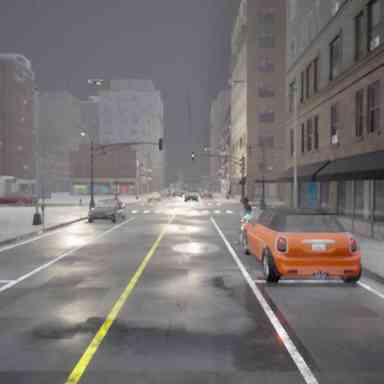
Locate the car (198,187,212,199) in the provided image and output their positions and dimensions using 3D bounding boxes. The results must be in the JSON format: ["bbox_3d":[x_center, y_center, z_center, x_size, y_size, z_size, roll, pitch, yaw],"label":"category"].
[{"bbox_3d":[2.620,0.347,59.658,1.967,1.590,4.097,0,1,0],"label":"car"}]

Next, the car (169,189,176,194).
[{"bbox_3d":[-5.415,-0.183,93.453,1.752,1.417,4.829,0,1,0],"label":"car"}]

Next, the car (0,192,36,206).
[{"bbox_3d":[-19.443,0.772,36.124,4.674,1.442,1.812,0,1,0],"label":"car"}]

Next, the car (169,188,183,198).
[{"bbox_3d":[-2.790,0.380,63.701,2.033,1.411,5.357,0,1,1],"label":"car"}]

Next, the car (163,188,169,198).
[{"bbox_3d":[-5.407,0.354,65.319,2.008,1.369,4.403,0,1,0],"label":"car"}]

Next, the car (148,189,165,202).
[{"bbox_3d":[-5.402,0.641,48.165,1.752,1.417,4.829,0,1,0],"label":"car"}]

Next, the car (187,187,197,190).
[{"bbox_3d":[-0.026,-0.369,87.192,2.150,2.045,5.566,0,1,0],"label":"car"}]

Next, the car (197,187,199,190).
[{"bbox_3d":[2.618,0.118,65.317,2.192,1.841,5.009,0,1,0],"label":"car"}]

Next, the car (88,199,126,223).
[{"bbox_3d":[-5.394,1.154,21.494,2.008,1.369,4.403,0,1,0],"label":"car"}]

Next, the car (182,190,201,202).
[{"bbox_3d":[-0.059,0.723,47.837,1.895,1.301,4.718,0,1,1],"label":"car"}]

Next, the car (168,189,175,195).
[{"bbox_3d":[-5.413,-0.027,87.964,1.802,1.307,4.206,0,1,0],"label":"car"}]

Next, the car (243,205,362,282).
[{"bbox_3d":[2.747,1.177,9.341,2.097,1.767,4.553,0,1,0],"label":"car"}]

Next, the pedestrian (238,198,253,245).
[{"bbox_3d":[1.979,1.070,12.039,0.375,1.860,0.375,0,1,-8],"label":"pedestrian"}]

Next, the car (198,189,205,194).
[{"bbox_3d":[2.610,-0.161,93.626,2.008,1.369,4.403,0,1,0],"label":"car"}]
